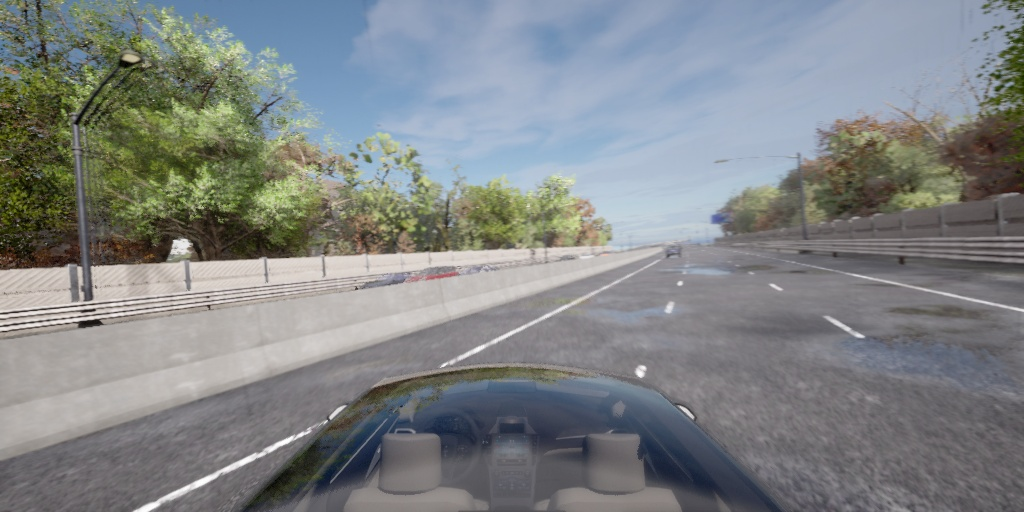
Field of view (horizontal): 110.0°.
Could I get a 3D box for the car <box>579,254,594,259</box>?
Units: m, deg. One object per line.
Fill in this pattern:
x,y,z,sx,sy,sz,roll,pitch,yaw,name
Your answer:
12.914,0.324,62.116,1.812,1.442,4.674,-4,0,27,car

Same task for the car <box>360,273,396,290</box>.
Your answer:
-8.745,1.976,26.886,2.033,1.411,5.357,-4,0,28,car

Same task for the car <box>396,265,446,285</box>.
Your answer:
-5.560,1.536,25.472,2.097,1.767,4.553,-4,0,28,car

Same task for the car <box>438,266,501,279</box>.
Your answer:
-2.333,1.431,24.094,2.128,1.511,4.902,-4,0,28,car

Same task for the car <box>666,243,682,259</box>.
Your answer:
22.579,-0.709,50.090,2.033,1.649,4.856,-4,0,26,car

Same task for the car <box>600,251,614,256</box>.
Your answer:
16.060,-0.084,60.633,2.097,1.767,4.553,-4,0,27,car

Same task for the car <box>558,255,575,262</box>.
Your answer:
9.746,0.539,63.584,1.837,1.490,4.892,-4,0,27,car
